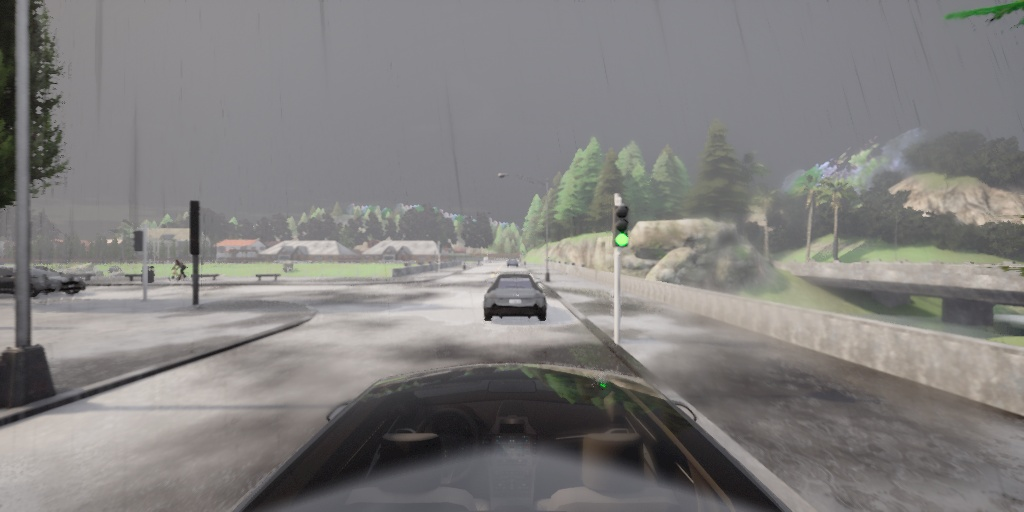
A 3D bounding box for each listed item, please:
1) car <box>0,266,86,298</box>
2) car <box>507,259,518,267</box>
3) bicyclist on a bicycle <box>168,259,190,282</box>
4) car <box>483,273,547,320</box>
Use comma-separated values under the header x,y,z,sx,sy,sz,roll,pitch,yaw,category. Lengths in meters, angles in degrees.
x,y,z,sx,sy,sz,roll,pitch,yaw,category
-24.033,1.226,17.584,4.892,1.490,1.837,0,0,0,car
0.102,1.201,63.397,1.994,1.385,4.181,0,0,0,car
-24.113,1.055,25.982,0.582,1.620,1.656,0,0,0,bicyclist on a bicycle
0.096,1.295,12.515,1.994,1.385,4.181,0,0,0,car
